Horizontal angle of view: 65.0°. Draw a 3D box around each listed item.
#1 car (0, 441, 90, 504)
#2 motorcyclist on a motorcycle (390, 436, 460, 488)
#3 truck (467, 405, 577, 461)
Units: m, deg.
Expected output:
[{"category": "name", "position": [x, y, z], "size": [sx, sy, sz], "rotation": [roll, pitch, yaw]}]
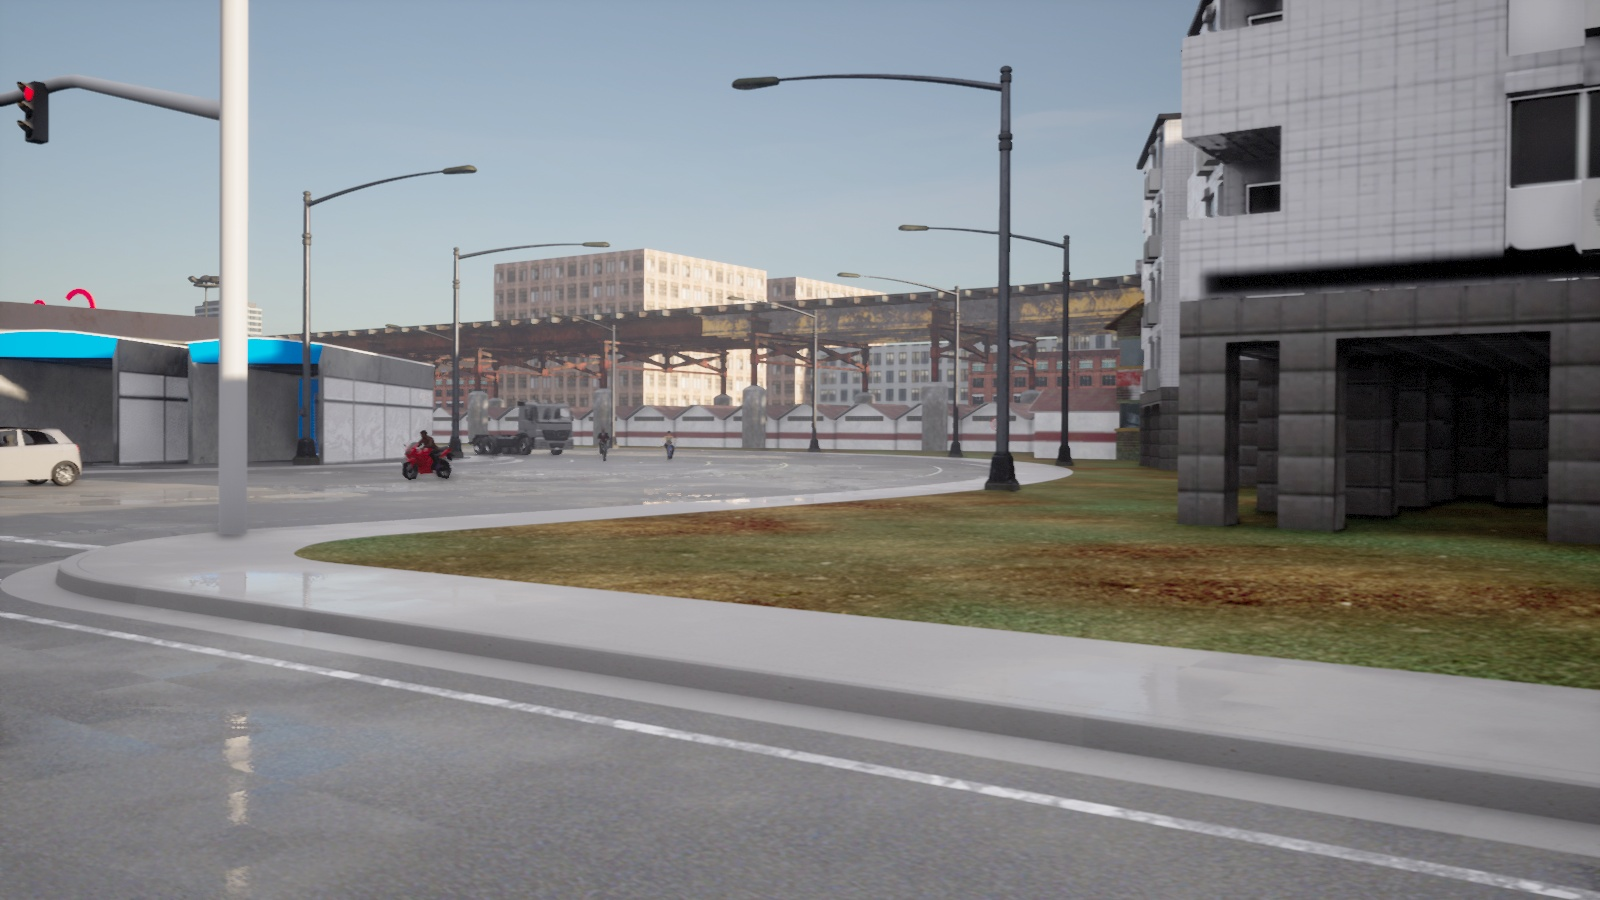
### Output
[{"category": "car", "position": [-20.032, 0.563, 31.264], "size": [1.845, 1.501, 3.633], "rotation": [0, 1, 35]}, {"category": "motorcyclist on a motorcycle", "position": [-11.357, 0.353, 38.106], "size": [0.797, 1.523, 2.044], "rotation": [-1, 1, 28]}, {"category": "truck", "position": [-17.966, -1.079, 80.819], "size": [7.936, 3.462, 2.891], "rotation": [0, 1, 43]}]
